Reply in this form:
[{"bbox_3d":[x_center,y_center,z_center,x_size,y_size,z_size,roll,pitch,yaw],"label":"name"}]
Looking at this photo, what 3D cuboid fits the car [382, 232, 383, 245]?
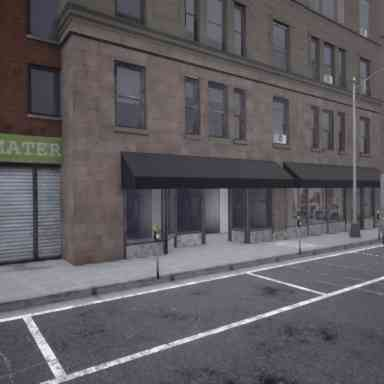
[{"bbox_3d":[9.291,1.540,13.207,4.507,1.381,1.887,0,-1,-36],"label":"car"}]
